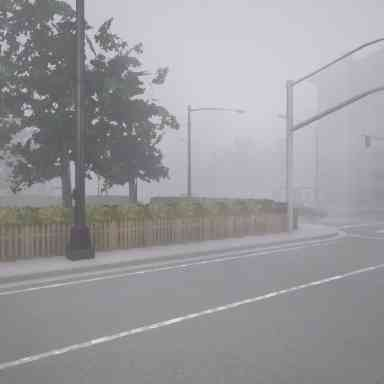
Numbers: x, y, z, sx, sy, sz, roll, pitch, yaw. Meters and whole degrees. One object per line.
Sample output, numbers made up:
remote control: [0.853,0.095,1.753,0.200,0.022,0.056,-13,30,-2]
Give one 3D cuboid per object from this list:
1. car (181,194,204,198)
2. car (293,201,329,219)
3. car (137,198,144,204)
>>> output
car: [0.427,1.222,43.199,2.150,2.045,5.566,0,0,-35]
car: [9.822,1.525,29.636,1.812,1.442,4.674,0,0,-35]
car: [-10.659,1.506,58.872,5.008,1.535,1.882,-1,-3,32]
